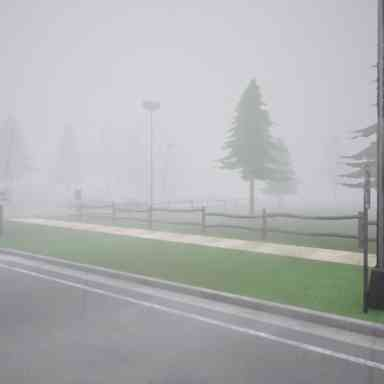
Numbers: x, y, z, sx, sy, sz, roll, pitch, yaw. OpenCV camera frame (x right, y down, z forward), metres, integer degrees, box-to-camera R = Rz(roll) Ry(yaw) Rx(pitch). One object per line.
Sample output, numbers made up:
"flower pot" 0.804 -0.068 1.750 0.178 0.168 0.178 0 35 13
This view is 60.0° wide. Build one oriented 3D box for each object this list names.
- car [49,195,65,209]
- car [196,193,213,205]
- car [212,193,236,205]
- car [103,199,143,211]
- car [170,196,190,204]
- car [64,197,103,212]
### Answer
"car" -16.246 1.476 45.114 2.128 1.511 4.902 0 0 35
"car" 2.977 1.210 60.205 2.150 2.045 5.566 0 0 36
"car" 6.086 1.340 58.538 2.097 1.767 4.553 0 0 36
"car" -7.694 1.514 38.996 1.812 1.442 4.674 0 0 35
"car" -2.403 1.477 64.716 2.128 1.511 4.902 0 0 36
"car" -11.818 1.535 39.246 2.033 1.411 5.357 0 0 35
